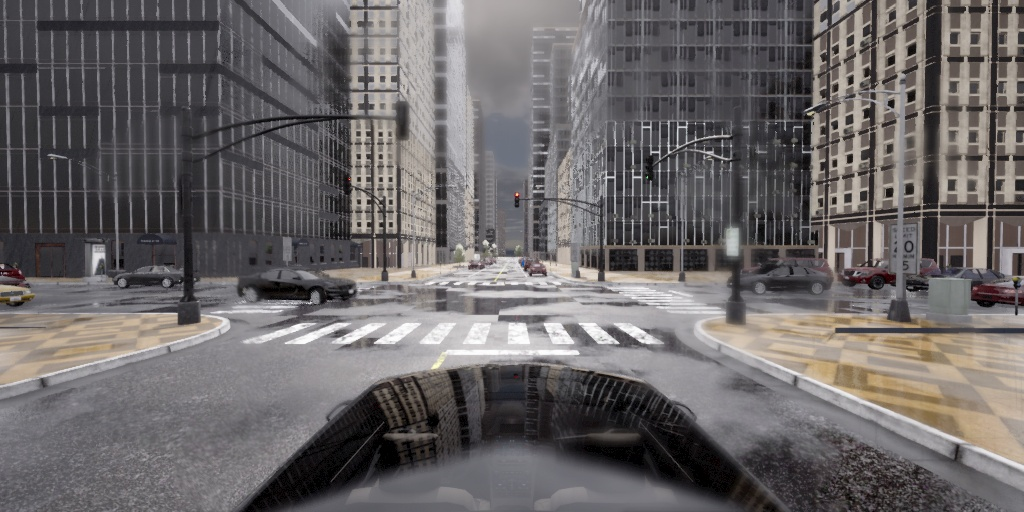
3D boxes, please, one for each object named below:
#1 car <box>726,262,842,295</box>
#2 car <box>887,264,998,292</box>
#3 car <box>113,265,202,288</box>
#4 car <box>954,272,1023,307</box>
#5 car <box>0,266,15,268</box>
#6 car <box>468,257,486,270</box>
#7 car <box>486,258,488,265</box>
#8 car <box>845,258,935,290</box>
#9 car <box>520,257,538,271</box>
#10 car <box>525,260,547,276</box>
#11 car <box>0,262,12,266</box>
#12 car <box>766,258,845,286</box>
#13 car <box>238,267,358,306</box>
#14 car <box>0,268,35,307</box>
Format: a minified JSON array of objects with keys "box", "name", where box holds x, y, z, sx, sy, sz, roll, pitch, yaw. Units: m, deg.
[{"box":[14.185,1.250,19.189,4.892,1.490,1.837,0,1,1],"name":"car"},{"box":[24.008,1.305,19.220,5.357,1.411,2.033,0,1,0],"name":"car"},{"box":[-21.435,1.204,21.751,4.403,1.370,2.007,0,0,0],"name":"car"},{"box":[20.189,1.418,13.678,4.207,1.307,1.802,0,0,0],"name":"car"},{"box":[-24.743,1.296,16.193,4.181,1.385,1.994,0,1,0],"name":"car"},{"box":[-5.280,1.168,52.509,1.967,1.591,4.097,0,0,0],"name":"car"},{"box":[-5.276,1.307,58.034,1.802,1.307,4.207,0,0,0],"name":"car"},{"box":[22.907,1.032,21.821,5.009,1.841,2.192,0,0,0],"name":"car"},{"box":[2.585,1.046,47.004,2.192,1.841,5.009,0,0,0],"name":"car"},{"box":[2.556,1.319,35.955,1.802,1.307,4.207,0,0,0],"name":"car"},{"box":[-32.551,1.077,21.662,4.097,1.591,1.967,0,0,0],"name":"car"},{"box":[16.575,1.024,21.811,5.009,1.841,2.192,0,0,0],"name":"car"},{"box":[-9.179,1.233,15.480,5.008,1.535,1.882,0,0,11],"name":"car"},{"box":[-21.252,1.301,13.613,4.829,1.417,1.751,0,0,0],"name":"car"}]
